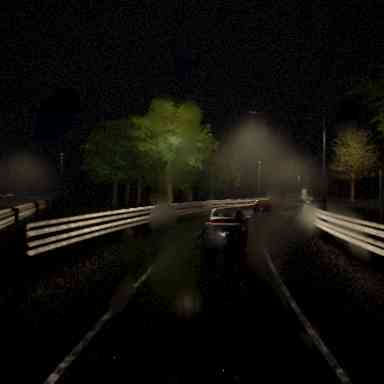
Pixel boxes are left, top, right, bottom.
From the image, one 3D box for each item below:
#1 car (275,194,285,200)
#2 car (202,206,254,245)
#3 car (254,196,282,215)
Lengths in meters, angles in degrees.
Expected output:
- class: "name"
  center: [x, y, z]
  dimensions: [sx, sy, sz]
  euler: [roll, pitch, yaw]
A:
- class: "car"
  center: [23.889, 1.334, 90.581]
  dimensions: [2.097, 1.767, 4.553]
  euler: [0, 0, 5]
- class: "car"
  center: [1.684, 1.497, 15.661]
  dimensions: [2.128, 1.511, 4.902]
  euler: [0, 0, 12]
- class: "car"
  center: [7.713, 1.516, 34.457]
  dimensions: [1.882, 1.535, 5.008]
  euler: [0, 0, 24]
